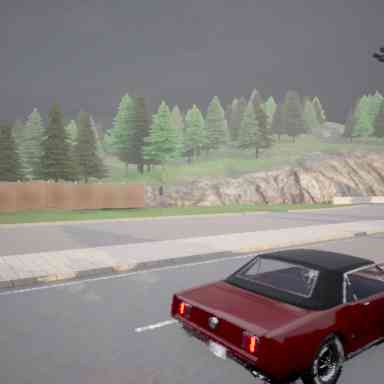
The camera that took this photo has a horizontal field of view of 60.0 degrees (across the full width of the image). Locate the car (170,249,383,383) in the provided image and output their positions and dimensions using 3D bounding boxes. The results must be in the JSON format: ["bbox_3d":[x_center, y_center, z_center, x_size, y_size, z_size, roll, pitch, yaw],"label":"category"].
[{"bbox_3d":[2.116,1.600,5.254,4.718,1.301,1.895,0,0,-36],"label":"car"}]
